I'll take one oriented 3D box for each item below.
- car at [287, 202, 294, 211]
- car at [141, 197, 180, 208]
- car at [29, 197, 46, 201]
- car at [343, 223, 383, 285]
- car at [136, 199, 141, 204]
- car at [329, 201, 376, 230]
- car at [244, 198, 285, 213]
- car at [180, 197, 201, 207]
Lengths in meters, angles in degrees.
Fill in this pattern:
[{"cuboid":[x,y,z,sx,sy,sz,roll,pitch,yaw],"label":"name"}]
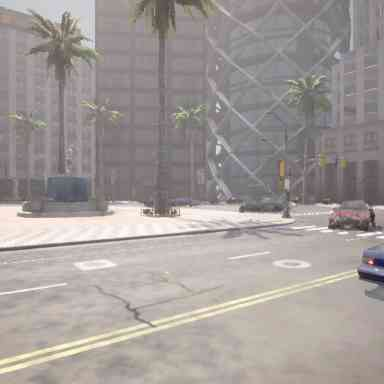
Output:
[{"cuboid":[9.952,1.491,40.139,2.128,1.511,4.902,0,0,-38],"label":"car"},{"cuboid":[-4.643,1.601,48.718,4.718,1.301,1.895,0,0,25],"label":"car"},{"cuboid":[-27.952,1.562,61.657,4.181,1.385,1.994,0,0,-10],"label":"car"},{"cuboid":[6.233,1.547,8.220,5.357,1.411,2.033,0,0,-35],"label":"car"},{"cuboid":[-7.746,1.601,61.266,4.718,1.301,1.895,0,0,15],"label":"car"},{"cuboid":[9.884,1.352,20.309,2.097,1.767,4.553,0,0,34],"label":"car"},{"cuboid":[7.858,1.564,37.153,1.994,1.385,4.181,0,0,-38],"label":"car"},{"cuboid":[-0.843,1.525,50.568,4.674,1.442,1.812,0,0,29],"label":"car"}]
